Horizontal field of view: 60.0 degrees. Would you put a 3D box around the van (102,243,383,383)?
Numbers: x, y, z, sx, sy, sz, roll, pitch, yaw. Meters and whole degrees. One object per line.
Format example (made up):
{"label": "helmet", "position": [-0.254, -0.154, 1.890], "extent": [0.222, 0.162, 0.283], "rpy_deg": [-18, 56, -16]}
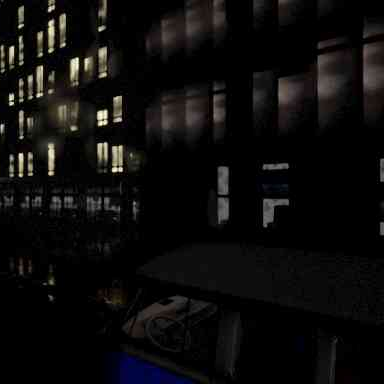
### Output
{"label": "van", "position": [1.168, 1.341, 2.041], "extent": [3.998, 1.788, 1.690], "rpy_deg": [0, 0, 35]}
